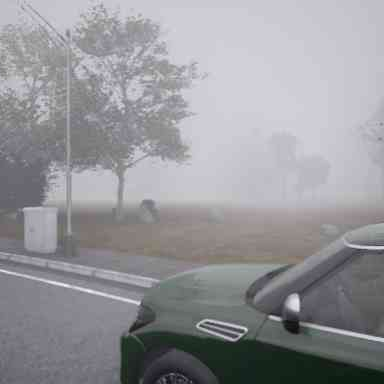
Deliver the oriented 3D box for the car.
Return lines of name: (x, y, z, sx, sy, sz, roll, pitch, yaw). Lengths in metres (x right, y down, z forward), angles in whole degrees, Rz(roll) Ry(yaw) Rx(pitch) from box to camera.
car: (1.943, 1.214, 2.516, 5.566, 2.045, 2.150, 0, 0, 35)
